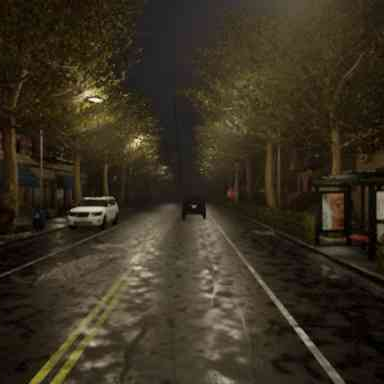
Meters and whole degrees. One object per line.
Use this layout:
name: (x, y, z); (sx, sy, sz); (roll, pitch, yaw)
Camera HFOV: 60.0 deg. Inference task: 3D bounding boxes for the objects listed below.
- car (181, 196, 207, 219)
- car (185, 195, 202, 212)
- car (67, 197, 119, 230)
car: (0.180, 1.401, 31.273); (2.150, 2.045, 5.566); (0, 0, 0)
car: (0.193, 1.471, 43.612); (2.150, 2.045, 5.566); (0, 0, 0)
car: (-6.496, 1.357, 22.530); (2.435, 2.045, 5.566); (0, 0, 0)
